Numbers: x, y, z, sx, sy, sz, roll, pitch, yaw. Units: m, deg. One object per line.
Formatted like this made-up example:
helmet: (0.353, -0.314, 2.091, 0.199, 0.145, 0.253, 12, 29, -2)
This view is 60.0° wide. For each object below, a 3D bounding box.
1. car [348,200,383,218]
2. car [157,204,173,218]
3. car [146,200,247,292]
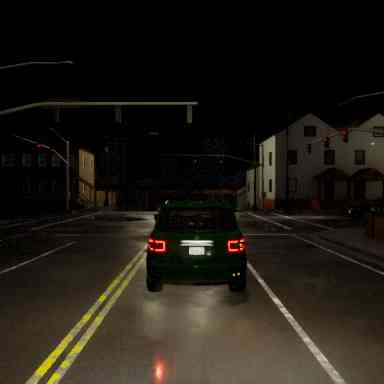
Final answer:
car: (16.563, 1.491, 29.786, 4.902, 1.511, 2.128, 0, 0, -1)
car: (-3.593, 2.597, 45.329, 1.812, 1.442, 4.674, 0, -9, 0)
car: (0.090, 1.222, 9.059, 2.150, 2.045, 5.566, 0, 0, 0)
